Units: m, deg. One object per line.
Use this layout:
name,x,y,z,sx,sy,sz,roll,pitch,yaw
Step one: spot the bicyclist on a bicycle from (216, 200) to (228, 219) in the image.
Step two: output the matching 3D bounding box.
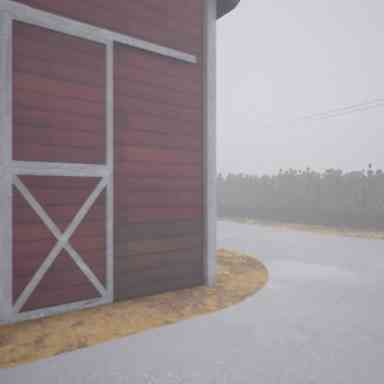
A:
bicyclist on a bicycle,2.318,1.461,27.622,1.656,1.620,0.582,1,0,-32
